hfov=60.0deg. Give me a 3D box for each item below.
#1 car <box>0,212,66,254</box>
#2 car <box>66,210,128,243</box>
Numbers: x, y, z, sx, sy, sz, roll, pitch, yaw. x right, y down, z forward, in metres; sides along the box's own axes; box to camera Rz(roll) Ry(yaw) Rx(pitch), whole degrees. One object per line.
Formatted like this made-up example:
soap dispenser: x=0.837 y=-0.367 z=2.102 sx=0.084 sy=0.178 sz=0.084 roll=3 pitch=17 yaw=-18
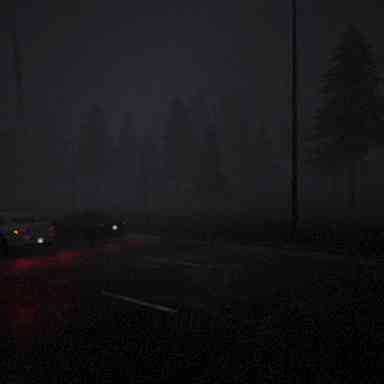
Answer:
car: x=-7.399 y=1.527 z=13.499 sx=4.674 sy=1.442 sz=1.812 roll=0 pitch=0 yaw=36
car: x=-5.095 y=1.567 z=16.150 sx=4.181 sy=1.385 sz=1.994 roll=0 pitch=0 yaw=36
